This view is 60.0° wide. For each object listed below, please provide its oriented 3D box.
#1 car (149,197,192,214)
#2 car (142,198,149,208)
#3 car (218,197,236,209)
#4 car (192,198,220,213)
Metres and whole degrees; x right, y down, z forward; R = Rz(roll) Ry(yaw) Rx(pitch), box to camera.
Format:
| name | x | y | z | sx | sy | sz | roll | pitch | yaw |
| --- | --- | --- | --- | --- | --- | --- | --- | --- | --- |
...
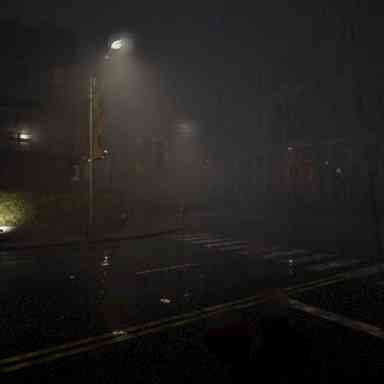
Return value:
| name | x | y | z | sx | sy | sz | roll | pitch | yaw |
| --- | --- | --- | --- | --- | --- | --- | --- | --- | --- |
| car | -2.373 | 1.526 | 35.002 | 1.812 | 1.442 | 4.674 | 0 | 0 | -35 |
| car | -5.089 | 1.492 | 45.125 | 2.128 | 1.511 | 4.902 | 0 | 0 | -34 |
| car | 3.964 | 1.477 | 46.374 | 1.882 | 1.535 | 5.008 | 0 | 0 | -35 |
| car | 0.711 | 1.564 | 36.697 | 1.994 | 1.385 | 4.181 | 0 | 0 | -35 |
